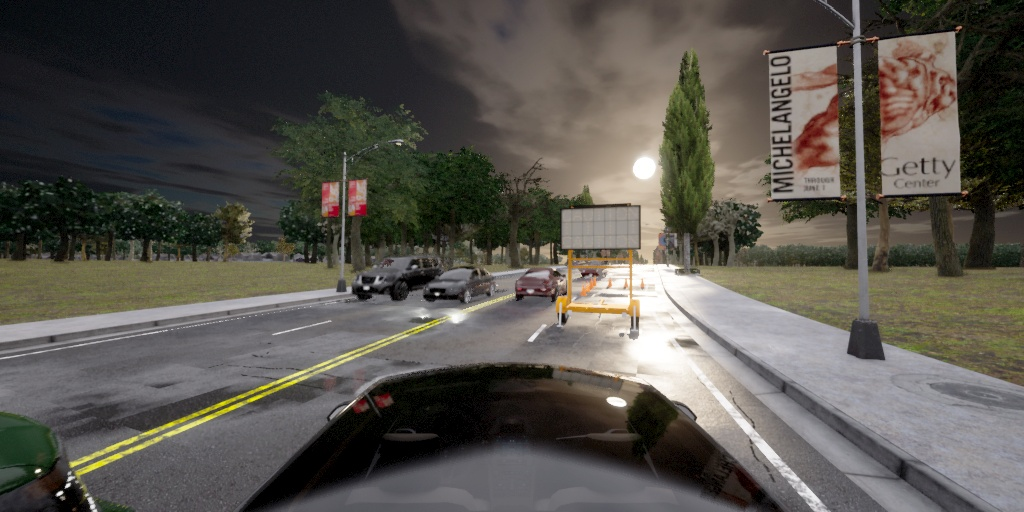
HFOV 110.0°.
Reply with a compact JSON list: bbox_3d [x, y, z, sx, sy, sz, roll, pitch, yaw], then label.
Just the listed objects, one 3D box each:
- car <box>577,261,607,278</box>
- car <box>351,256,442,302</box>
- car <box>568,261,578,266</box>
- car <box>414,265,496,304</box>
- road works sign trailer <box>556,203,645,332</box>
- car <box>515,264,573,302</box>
[{"bbox_3d":[7.813,1.377,33.828,1.895,1.301,4.718,0,0,22],"label":"car"},{"bbox_3d":[-5.323,1.003,17.794,2.150,2.045,5.566,0,0,18],"label":"car"},{"bbox_3d":[10.062,1.425,57.644,1.994,1.385,4.181,0,0,22],"label":"car"},{"bbox_3d":[-2.262,1.275,16.637,1.837,1.490,4.892,0,0,18],"label":"car"},{"bbox_3d":[2.739,0.214,11.133,2.380,3.560,2.880,0,0,18],"label":"road works sign trailer"},{"bbox_3d":[1.502,1.285,17.043,1.812,1.442,4.674,0,0,18],"label":"car"}]
